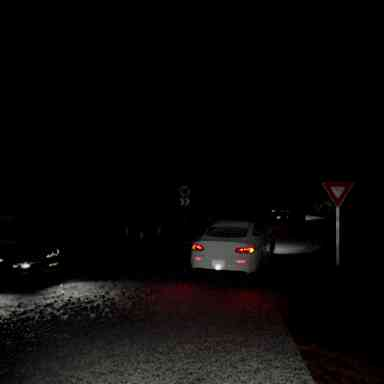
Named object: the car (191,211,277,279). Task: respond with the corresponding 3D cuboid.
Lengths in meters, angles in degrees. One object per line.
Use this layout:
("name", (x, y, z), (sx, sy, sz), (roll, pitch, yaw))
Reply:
("car", (1.366, 1.523, 10.061), (1.812, 1.442, 4.674), (0, 0, 19))

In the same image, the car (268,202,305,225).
("car", (6.901, 1.486, 24.175), (2.128, 1.511, 4.902), (0, 0, 29))

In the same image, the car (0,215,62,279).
("car", (-5.212, 1.502, 9.922), (1.837, 1.490, 4.892), (1, -1, -32))
